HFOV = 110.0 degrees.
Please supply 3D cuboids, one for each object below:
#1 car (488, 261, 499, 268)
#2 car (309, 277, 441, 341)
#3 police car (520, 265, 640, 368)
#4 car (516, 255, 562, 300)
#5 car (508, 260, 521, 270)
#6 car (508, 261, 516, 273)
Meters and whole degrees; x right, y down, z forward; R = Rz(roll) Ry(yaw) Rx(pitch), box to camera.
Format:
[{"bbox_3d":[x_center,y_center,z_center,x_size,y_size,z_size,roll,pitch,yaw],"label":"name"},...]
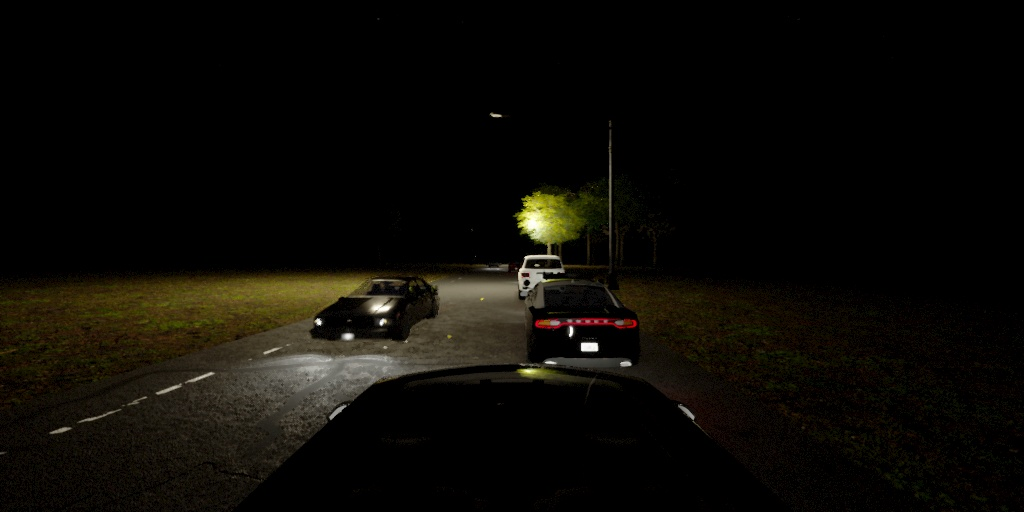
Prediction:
[{"bbox_3d":[-3.214,1.483,62.761,1.895,1.301,4.718,0,0,-1],"label":"car"},{"bbox_3d":[-3.380,1.304,10.155,2.033,1.411,5.357,0,0,1],"label":"car"},{"bbox_3d":[1.228,1.176,8.015,1.930,1.638,5.238,0,0,1],"label":"police car"},{"bbox_3d":[1.409,0.990,17.960,2.150,2.045,5.566,0,0,1],"label":"car"},{"bbox_3d":[0.418,1.411,57.054,1.994,1.385,4.181,0,-1,-1],"label":"car"},{"bbox_3d":[0.532,1.350,45.765,1.812,1.442,4.674,0,0,0],"label":"car"}]
